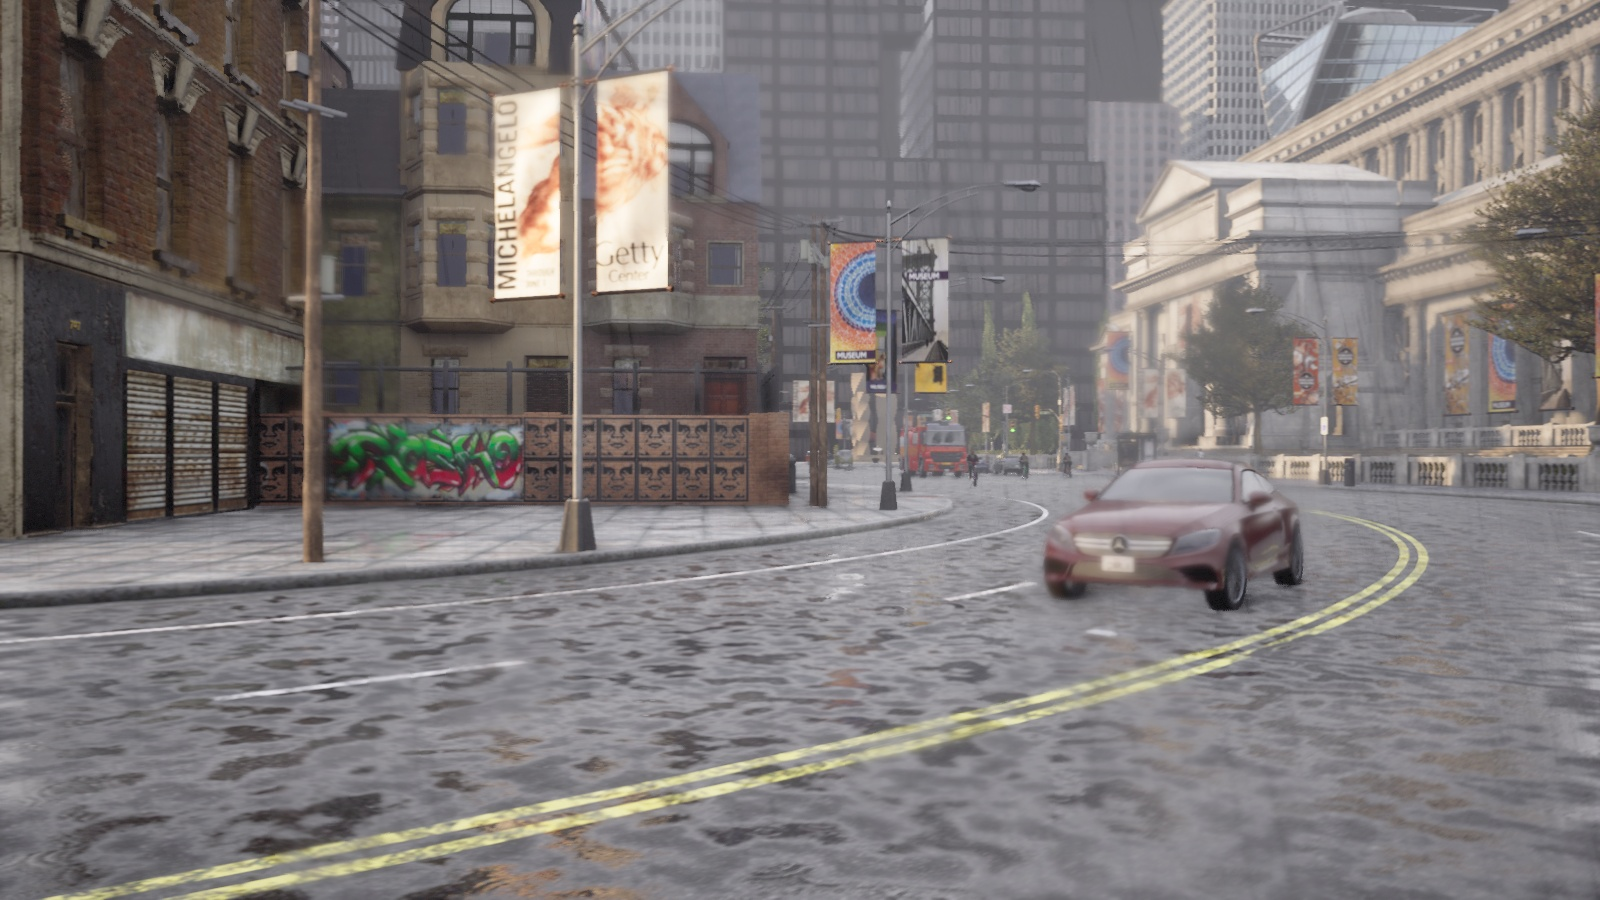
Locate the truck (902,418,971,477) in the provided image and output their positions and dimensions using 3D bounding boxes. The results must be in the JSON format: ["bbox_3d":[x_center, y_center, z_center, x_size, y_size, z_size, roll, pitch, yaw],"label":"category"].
[{"bbox_3d":[9.294,-0.152,86.547,2.891,3.827,8.468,0,0,-7],"label":"truck"}]

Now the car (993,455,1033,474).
[{"bbox_3d":[15.810,1.082,93.376,1.994,1.385,4.181,0,0,-4],"label":"car"}]

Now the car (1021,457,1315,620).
[{"bbox_3d":[4.175,0.806,13.674,1.812,1.442,4.674,0,0,33],"label":"car"}]
